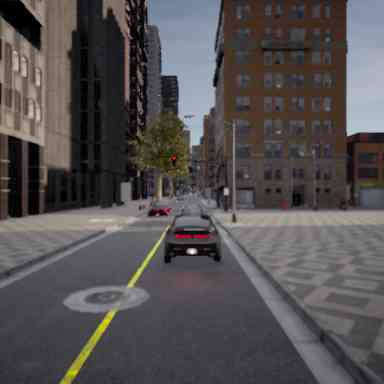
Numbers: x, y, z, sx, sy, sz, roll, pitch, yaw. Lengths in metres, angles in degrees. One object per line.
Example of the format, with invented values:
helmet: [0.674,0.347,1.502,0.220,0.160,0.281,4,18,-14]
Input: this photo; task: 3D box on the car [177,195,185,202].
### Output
car: [-2.982,1.631,89.075,2.097,1.767,4.553,0,0,0]

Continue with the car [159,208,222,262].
car: [0.042,1.541,12.206,1.837,1.490,4.892,0,-1,1]

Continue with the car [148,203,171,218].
car: [-3.031,1.700,31.547,1.895,1.301,4.718,0,0,1]

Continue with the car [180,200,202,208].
car: [0.033,1.628,25.439,2.033,1.411,5.357,0,0,1]

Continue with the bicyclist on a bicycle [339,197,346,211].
bicyclist on a bicycle: [17.528,1.408,38.839,0.582,1.620,1.656,0,0,0]
